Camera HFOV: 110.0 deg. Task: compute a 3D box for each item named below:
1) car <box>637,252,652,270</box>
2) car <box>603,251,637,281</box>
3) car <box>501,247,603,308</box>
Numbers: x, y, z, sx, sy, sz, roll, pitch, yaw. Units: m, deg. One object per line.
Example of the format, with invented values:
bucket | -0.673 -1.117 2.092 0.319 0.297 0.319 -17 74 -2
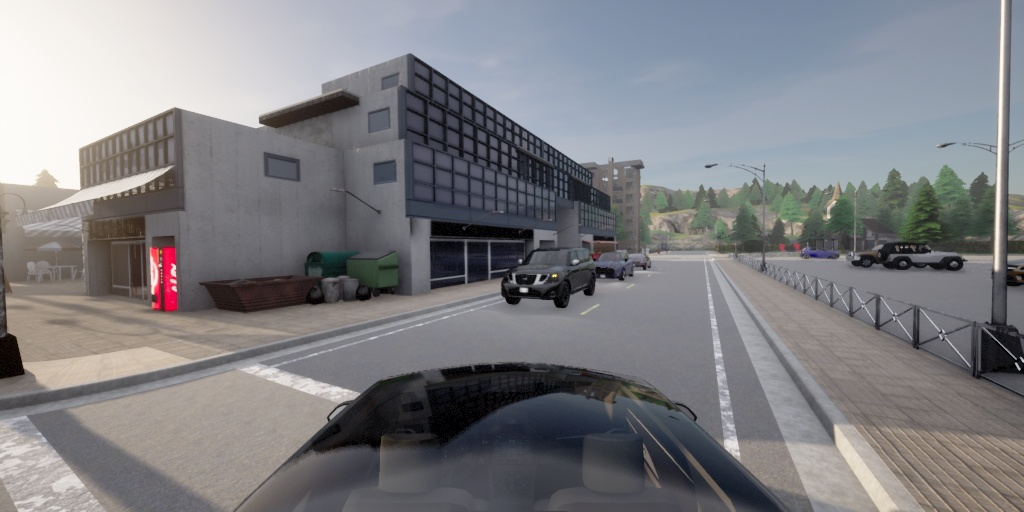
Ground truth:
car | 11.113 0.418 31.706 1.812 1.442 4.674 0 2 28
car | 6.299 0.530 22.678 2.097 1.767 4.553 0 2 28
car | 1.676 0.674 13.996 2.150 2.045 5.566 0 2 28
